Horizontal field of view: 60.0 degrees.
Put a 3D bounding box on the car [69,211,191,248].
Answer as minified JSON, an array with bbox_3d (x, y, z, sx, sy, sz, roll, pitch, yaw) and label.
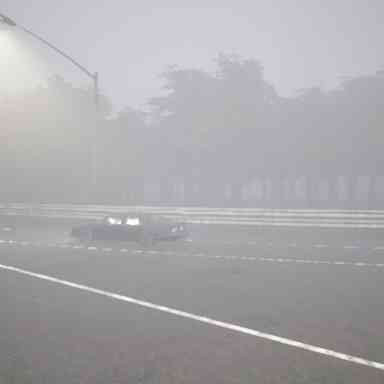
[{"bbox_3d":[-2.787,1.576,14.871,5.357,1.411,2.033,0,0,20],"label":"car"}]
